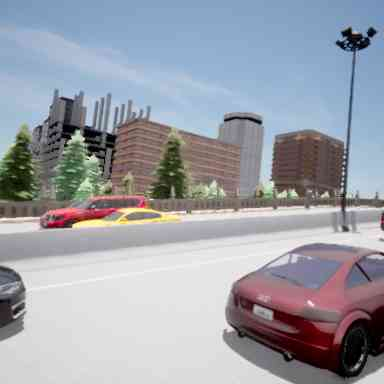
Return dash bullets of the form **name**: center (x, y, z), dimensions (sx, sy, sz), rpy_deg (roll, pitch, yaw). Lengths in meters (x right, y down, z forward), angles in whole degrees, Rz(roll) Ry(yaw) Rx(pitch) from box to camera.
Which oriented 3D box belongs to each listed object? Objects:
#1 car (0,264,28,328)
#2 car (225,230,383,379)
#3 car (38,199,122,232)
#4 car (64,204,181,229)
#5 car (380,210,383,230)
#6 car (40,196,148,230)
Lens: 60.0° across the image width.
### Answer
- **car**: center (-4.970, 1.491, 4.509), dimensions (4.902, 1.511, 2.128), rpy_deg (0, 0, -35)
- **car**: center (2.579, 1.568, 5.588), dimensions (4.181, 1.385, 1.994), rpy_deg (0, 0, -35)
- **car**: center (-6.876, 1.360, 20.582), dimensions (4.553, 1.767, 2.097), rpy_deg (0, 0, -36)
- **car**: center (-2.790, 1.484, 14.899), dimensions (5.008, 1.535, 1.882), rpy_deg (0, 0, -36)
- **car**: center (11.348, 1.238, 16.141), dimensions (5.566, 2.045, 2.150), rpy_deg (0, 0, -35)
- **car**: center (-4.835, 1.227, 17.739), dimensions (5.566, 2.045, 2.150), rpy_deg (0, 0, -36)
